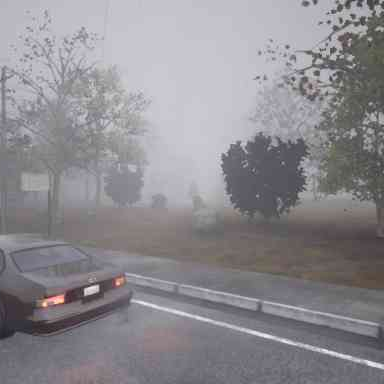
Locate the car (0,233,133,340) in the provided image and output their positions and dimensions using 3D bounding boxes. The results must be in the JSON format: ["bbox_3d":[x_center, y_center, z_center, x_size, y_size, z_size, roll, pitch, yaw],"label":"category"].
[{"bbox_3d":[-3.579,1.547,6.535,5.357,1.411,2.033,0,0,35],"label":"car"}]
